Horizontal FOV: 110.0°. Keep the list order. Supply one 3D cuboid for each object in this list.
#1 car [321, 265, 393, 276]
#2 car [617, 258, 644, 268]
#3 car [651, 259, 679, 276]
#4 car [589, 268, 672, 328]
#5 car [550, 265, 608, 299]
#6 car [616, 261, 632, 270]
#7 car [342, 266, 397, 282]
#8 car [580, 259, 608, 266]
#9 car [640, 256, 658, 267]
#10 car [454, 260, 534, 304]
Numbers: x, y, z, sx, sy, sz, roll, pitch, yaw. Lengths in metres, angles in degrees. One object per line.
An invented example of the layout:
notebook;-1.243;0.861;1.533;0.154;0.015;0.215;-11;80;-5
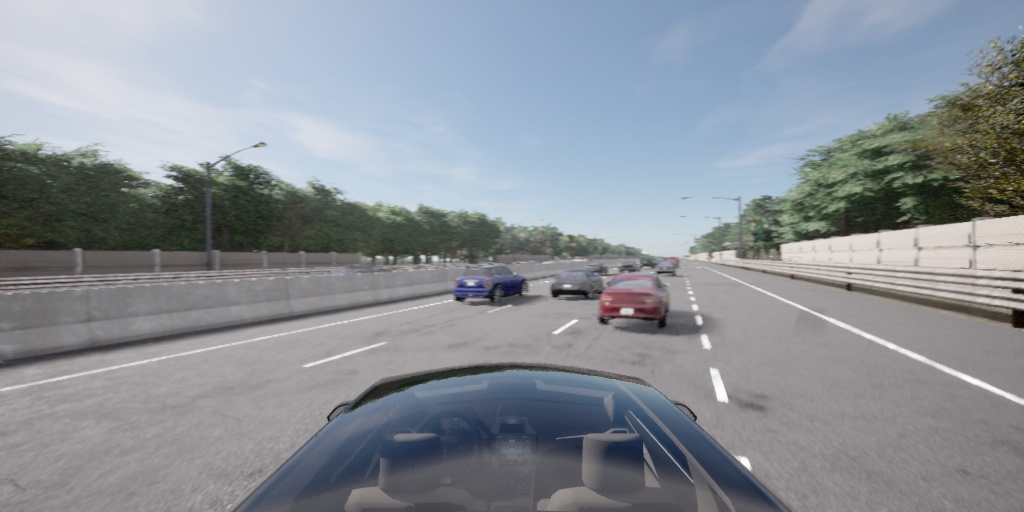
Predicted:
car;-10.201;1.570;22.674;2.128;1.511;4.902;-1;-1;25
car;12.557;1.312;38.177;1.837;1.490;4.892;-1;-1;25
car;15.727;1.286;36.694;2.033;1.411;5.357;-1;-1;25
car;3.961;1.272;11.415;1.812;1.442;4.674;-1;0;25
car;3.443;1.369;18.593;1.994;1.385;4.181;-1;0;25
car;18.701;1.532;59.661;1.895;1.301;4.718;-1;-1;25
car;-14.800;1.815;37.525;2.033;1.411;5.357;-1;-1;25
car;9.383;1.364;39.657;2.128;1.511;4.902;-1;-1;25
car;21.884;1.086;58.228;2.150;2.045;5.566;-1;-1;25
car;-0.892;1.227;17.584;2.097;1.767;4.553;-1;0;25
